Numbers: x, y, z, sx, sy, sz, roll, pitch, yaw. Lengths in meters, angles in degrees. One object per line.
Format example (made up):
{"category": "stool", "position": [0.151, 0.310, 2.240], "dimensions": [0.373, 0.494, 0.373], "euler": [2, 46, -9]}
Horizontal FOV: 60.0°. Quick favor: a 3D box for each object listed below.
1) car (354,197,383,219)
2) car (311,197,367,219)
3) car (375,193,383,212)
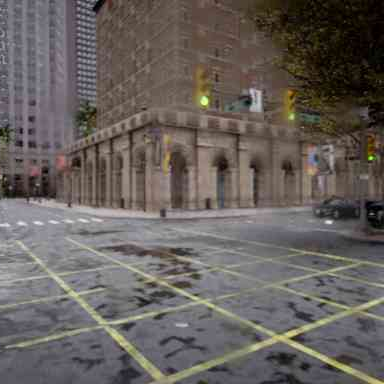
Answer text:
{"category": "car", "position": [13.975, 1.300, 23.940], "dimensions": [4.181, 1.385, 1.994], "euler": [-1, 0, -34]}
{"category": "car", "position": [11.531, 1.244, 26.514], "dimensions": [4.892, 1.490, 1.837], "euler": [-1, 0, -34]}
{"category": "car", "position": [19.947, 0.988, 32.181], "dimensions": [4.553, 1.767, 2.097], "euler": [-1, 0, -34]}
